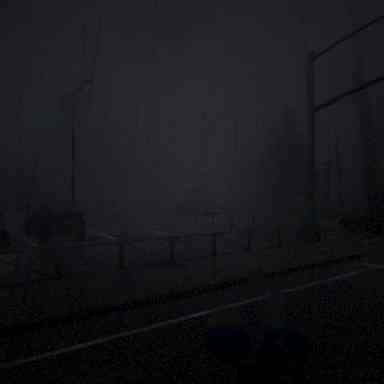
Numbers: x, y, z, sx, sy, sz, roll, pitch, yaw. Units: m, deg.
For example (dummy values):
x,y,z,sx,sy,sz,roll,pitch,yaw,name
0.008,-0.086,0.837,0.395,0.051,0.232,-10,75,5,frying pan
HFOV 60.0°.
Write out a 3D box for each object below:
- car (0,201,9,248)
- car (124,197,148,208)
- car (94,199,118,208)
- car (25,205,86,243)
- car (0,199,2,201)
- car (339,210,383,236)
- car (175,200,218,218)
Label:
x,y,z,sx,sy,sz,roll,pitch,yaw,name
-8.865,1.330,13.439,2.152,1.636,5.027,0,0,-36,car
-8.053,1.471,47.555,1.882,1.535,5.008,0,0,-36,car
-12.147,1.595,47.160,1.895,1.301,4.718,0,0,-36,car
-6.351,1.339,15.315,2.007,1.523,4.514,0,0,-36,car
-21.577,1.373,36.432,1.845,1.501,3.633,0,0,-36,car
9.762,1.595,16.228,1.895,1.301,4.718,0,0,-27,car
0.331,1.499,30.036,1.837,1.490,4.892,0,0,-36,car
